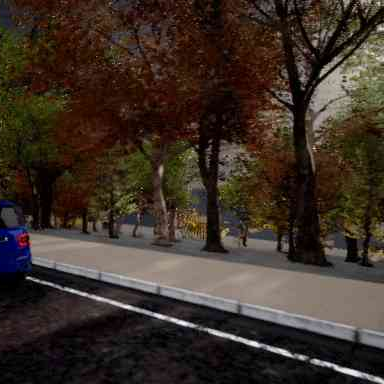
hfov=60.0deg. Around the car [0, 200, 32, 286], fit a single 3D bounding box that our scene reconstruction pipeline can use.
[{"bbox_3d":[-6.124,1.183,8.053,5.566,2.045,2.150,0,0,36],"label":"car"}]
